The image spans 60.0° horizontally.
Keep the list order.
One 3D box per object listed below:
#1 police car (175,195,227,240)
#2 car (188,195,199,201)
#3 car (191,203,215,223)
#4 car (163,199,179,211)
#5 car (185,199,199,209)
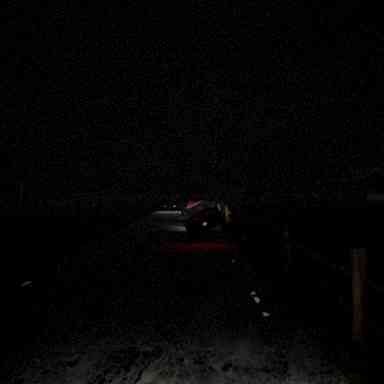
[{"bbox_3d":[0.496,1.276,17.657,1.930,1.638,5.238,-25,0,0],"label":"police car"},{"bbox_3d":[0.715,1.368,33.480,2.150,2.045,5.566,-3,-3,3],"label":"car"},{"bbox_3d":[0.819,1.675,27.535,1.812,1.442,4.674,0,0,0],"label":"car"},{"bbox_3d":[-2.843,1.807,45.762,1.837,1.490,4.892,0,-1,0],"label":"car"},{"bbox_3d":[-0.011,1.929,53.764,2.033,1.411,5.357,0,-1,0],"label":"car"}]
